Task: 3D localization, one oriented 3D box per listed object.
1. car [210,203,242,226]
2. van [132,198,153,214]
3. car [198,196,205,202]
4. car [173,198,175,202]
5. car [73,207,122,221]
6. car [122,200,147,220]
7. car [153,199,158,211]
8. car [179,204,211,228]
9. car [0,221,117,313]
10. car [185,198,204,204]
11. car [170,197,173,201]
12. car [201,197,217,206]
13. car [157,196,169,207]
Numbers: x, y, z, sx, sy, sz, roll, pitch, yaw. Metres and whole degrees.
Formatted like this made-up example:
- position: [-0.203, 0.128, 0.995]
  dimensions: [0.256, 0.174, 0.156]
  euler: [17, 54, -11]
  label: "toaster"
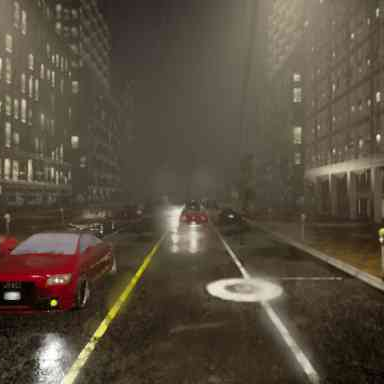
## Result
- position: [2.690, 1.727, 25.019]
  dimensions: [1.947, 1.339, 4.313]
  euler: [0, 0, 0]
  label: "car"
- position: [-5.691, 1.572, 36.416]
  dimensions: [1.690, 1.788, 3.998]
  euler: [0, 0, 0]
  label: "van"
- position: [2.682, 2.004, 93.321]
  dimensions: [1.967, 1.590, 4.097]
  euler: [0, 0, 0]
  label: "car"
- position: [-5.699, 2.088, 93.165]
  dimensions: [1.752, 1.417, 4.829]
  euler: [0, 0, 0]
  label: "car"
- position: [-5.690, 1.675, 19.338]
  dimensions: [2.008, 1.369, 4.403]
  euler: [0, 0, 0]
  label: "car"
- position: [-5.691, 1.741, 30.723]
  dimensions: [1.887, 1.381, 4.507]
  euler: [0, 0, 0]
  label: "car"
- position: [-5.693, 1.848, 42.107]
  dimensions: [1.802, 1.307, 4.206]
  euler: [0, 0, 0]
  label: "car"
- position: [0.096, 1.754, 23.783]
  dimensions: [1.895, 1.301, 4.718]
  euler: [0, 0, 0]
  label: "car"
- position: [-3.100, 1.615, 7.730]
  dimensions: [1.994, 1.385, 4.181]
  euler: [0, 0, 0]
  label: "car"
- position: [0.096, 1.830, 42.266]
  dimensions: [1.994, 1.385, 4.181]
  euler: [0, 0, 0]
  label: "car"
- position: [-5.696, 1.999, 70.568]
  dimensions: [1.947, 1.339, 4.313]
  euler: [0, 0, 0]
  label: "car"
- position: [2.688, 1.741, 47.786]
  dimensions: [1.967, 1.590, 4.097]
  euler: [0, 0, 0]
  label: "car"
- position: [-5.694, 1.807, 59.183]
  dimensions: [1.967, 1.590, 4.097]
  euler: [0, 0, 0]
  label: "car"
